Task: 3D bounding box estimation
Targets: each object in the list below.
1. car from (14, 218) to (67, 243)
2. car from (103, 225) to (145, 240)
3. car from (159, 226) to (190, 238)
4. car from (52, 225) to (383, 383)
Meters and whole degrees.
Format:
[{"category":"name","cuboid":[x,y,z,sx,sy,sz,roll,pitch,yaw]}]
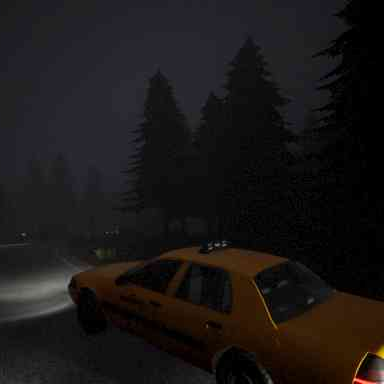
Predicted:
[{"category":"car","cuboid":[-12.708,3.272,28.548,2.150,2.045,5.566,-4,-7,7]},{"category":"car","cuboid":[-7.452,4.511,36.983,2.033,1.411,5.357,-4,-8,20]},{"category":"car","cuboid":[-2.328,5.544,46.289,1.882,1.535,5.008,-5,-8,30]},{"category":"car","cuboid":[0.111,1.441,4.761,5.366,1.575,1.801,0,1,43]}]
